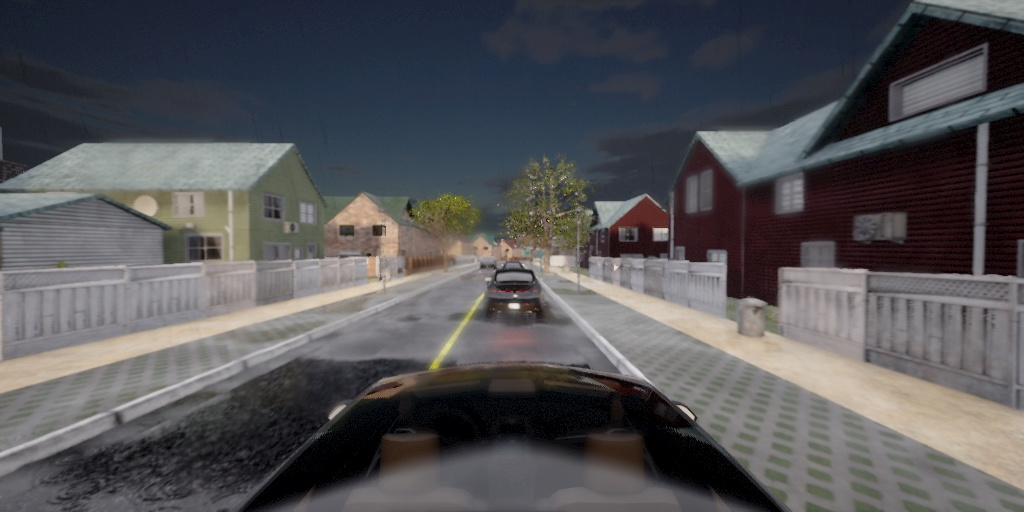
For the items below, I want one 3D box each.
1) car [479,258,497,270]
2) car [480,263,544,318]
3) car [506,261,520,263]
[{"bbox_3d":[-2.855,0.946,43.519,1.882,1.535,5.008,0,0,0],"label":"car"},{"bbox_3d":[0.080,1.163,12.599,1.837,1.490,4.892,0,0,0],"label":"car"},{"bbox_3d":[0.075,1.107,28.215,1.994,1.385,4.181,0,0,0],"label":"car"}]
